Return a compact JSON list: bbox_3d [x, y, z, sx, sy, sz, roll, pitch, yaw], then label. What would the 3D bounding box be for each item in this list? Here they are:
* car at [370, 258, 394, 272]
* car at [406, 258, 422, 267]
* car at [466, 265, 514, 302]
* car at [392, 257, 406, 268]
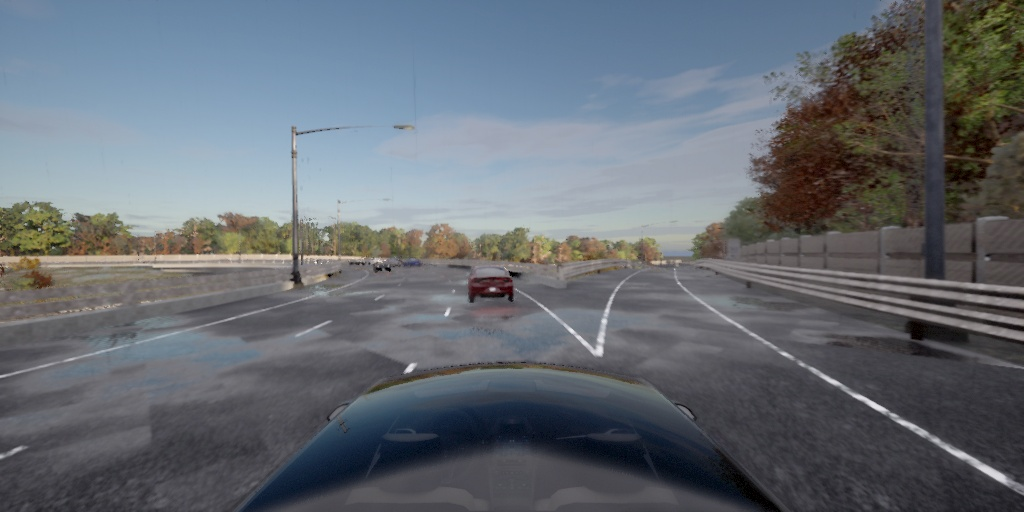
[{"bbox_3d":[-16.808,1.327,46.229,1.895,1.301,4.718,-1,0,-25],"label":"car"},{"bbox_3d":[-17.175,1.129,61.710,1.882,1.535,5.008,-1,0,-34],"label":"car"},{"bbox_3d":[-1.082,1.176,16.704,1.882,1.535,5.008,-1,0,-7],"label":"car"},{"bbox_3d":[-19.853,1.243,59.423,2.033,1.411,5.357,-1,0,-34],"label":"car"}]
